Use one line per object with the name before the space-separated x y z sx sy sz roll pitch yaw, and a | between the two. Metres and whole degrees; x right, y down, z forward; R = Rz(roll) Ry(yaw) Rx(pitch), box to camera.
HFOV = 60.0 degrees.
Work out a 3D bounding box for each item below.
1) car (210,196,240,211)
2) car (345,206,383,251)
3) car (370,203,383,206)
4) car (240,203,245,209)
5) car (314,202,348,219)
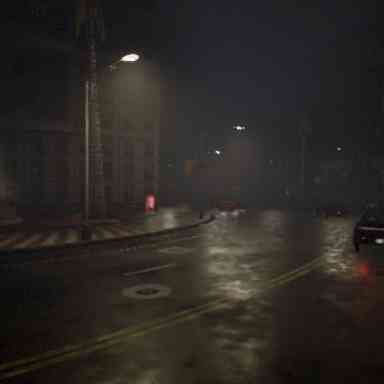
car | 4.226 1.545 46.445 2.150 2.045 5.566 0 0 -17
car | 7.988 1.573 14.088 2.128 1.511 4.902 0 0 30
car | 16.090 1.655 28.260 2.128 1.511 4.902 0 0 8
car | 6.193 1.902 51.366 2.033 1.411 5.357 0 0 -21
car | 12.917 1.670 31.202 1.882 1.535 5.008 0 0 5
